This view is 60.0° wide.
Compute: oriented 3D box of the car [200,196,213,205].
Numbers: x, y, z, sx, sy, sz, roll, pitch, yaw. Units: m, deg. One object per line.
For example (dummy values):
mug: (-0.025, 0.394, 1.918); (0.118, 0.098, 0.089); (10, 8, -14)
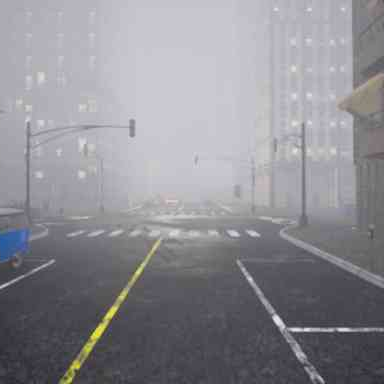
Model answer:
car: (2.697, 1.597, 57.830); (1.802, 1.307, 4.206); (1, 0, 0)

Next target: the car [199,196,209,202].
car: (2.696, 1.586, 74.563); (1.947, 1.339, 4.313); (1, 0, 0)

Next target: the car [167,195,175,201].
car: (-5.685, 1.575, 91.218); (2.008, 1.369, 4.403); (1, 0, 0)

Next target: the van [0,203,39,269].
van: (-5.810, 1.343, 8.551); (1.690, 1.788, 3.998); (1, 0, 0)

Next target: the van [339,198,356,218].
van: (15.980, 1.462, 31.128); (3.998, 1.788, 1.690); (0, -1, 0)

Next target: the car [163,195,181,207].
car: (-3.075, 1.490, 51.381); (1.882, 1.535, 5.008); (0, 0, 0)

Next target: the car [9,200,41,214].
car: (-16.494, 1.505, 31.196); (4.097, 1.590, 1.967); (0, -1, 0)

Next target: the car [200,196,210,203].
car: (2.698, 1.543, 69.156); (1.752, 1.417, 4.829); (1, 0, 0)

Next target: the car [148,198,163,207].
car: (-5.682, 1.595, 52.192); (1.802, 1.307, 4.206); (1, 0, 0)

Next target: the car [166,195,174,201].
car: (-5.685, 1.567, 85.643); (1.887, 1.381, 4.507); (1, 0, 0)

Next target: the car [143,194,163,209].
car: (-5.678, 1.452, 46.617); (1.967, 1.590, 4.097); (1, 0, 0)
